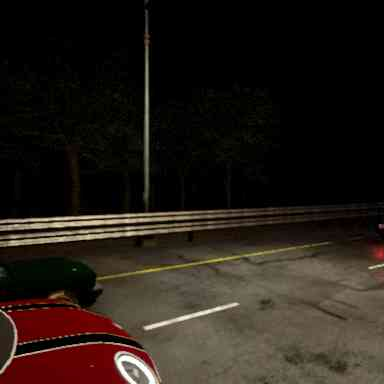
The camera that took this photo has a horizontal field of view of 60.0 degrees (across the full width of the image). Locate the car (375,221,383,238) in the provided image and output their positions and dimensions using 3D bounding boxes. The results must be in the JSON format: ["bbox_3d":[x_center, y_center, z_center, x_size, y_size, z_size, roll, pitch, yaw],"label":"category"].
[{"bbox_3d":[10.628,1.566,15.576,4.718,1.301,1.895,0,0,-35],"label":"car"}]

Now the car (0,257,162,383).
[{"bbox_3d":[-2.391,1.354,2.034,4.553,1.767,2.097,0,0,-36],"label":"car"}]

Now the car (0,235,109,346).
[{"bbox_3d":[-3.930,1.601,5.240,4.718,1.301,1.895,0,0,-35],"label":"car"}]
